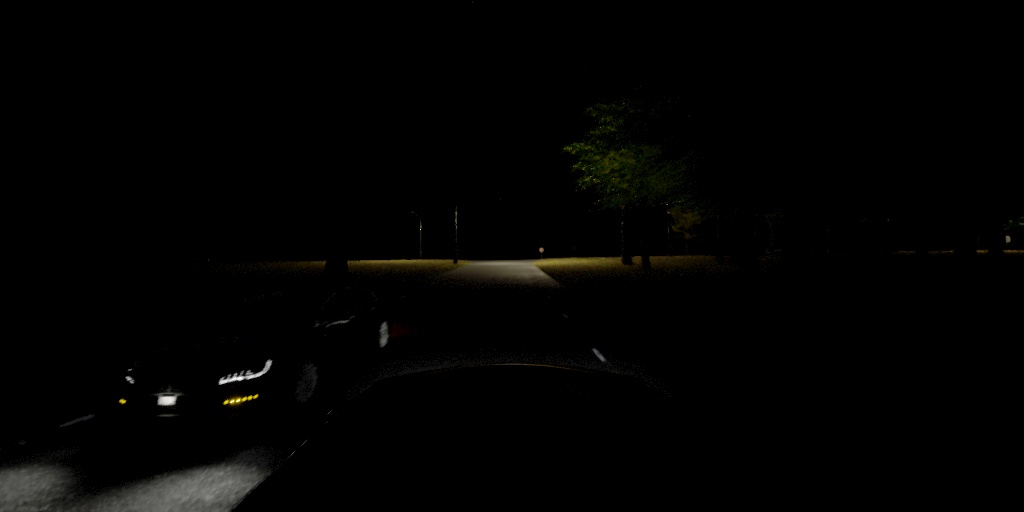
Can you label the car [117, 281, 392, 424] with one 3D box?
[{"bbox_3d":[-3.595,1.252,6.167,1.837,1.490,4.892,0,0,0],"label":"car"}]
